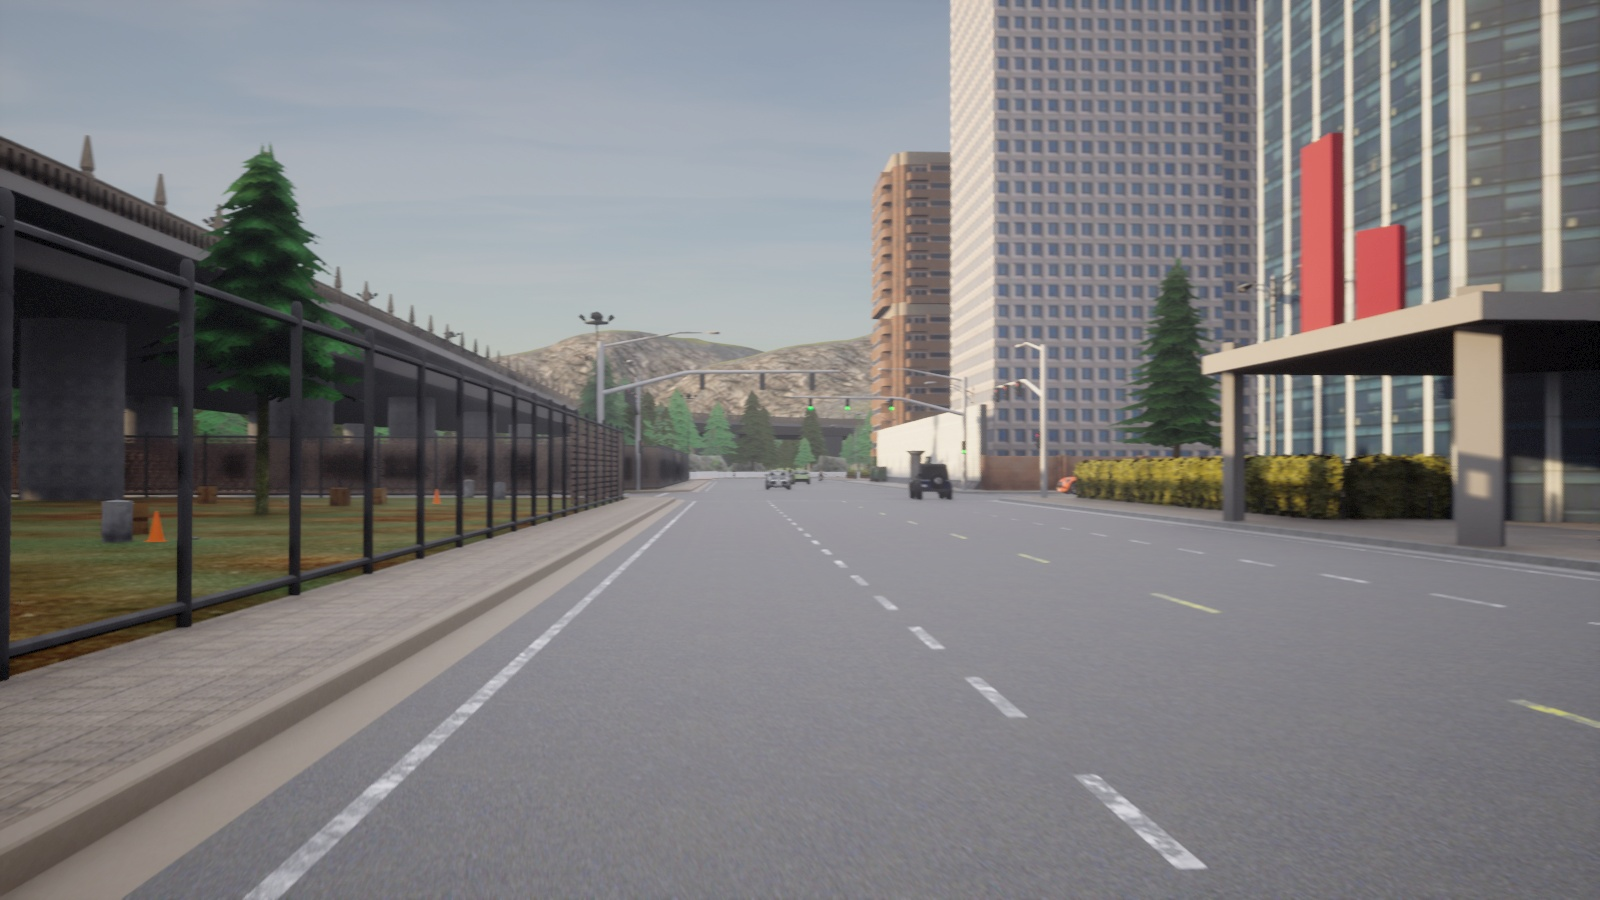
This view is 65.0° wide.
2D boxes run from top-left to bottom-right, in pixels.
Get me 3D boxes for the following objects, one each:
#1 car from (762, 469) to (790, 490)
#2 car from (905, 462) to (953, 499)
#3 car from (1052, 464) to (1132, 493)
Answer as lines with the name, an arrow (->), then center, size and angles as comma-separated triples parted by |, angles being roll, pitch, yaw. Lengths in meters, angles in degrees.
car -> -1.794, 2.207, 94.471 | 1.970, 1.475, 3.806 | 0, -1, -3
car -> 6.806, 1.599, 66.460 | 1.905, 1.878, 3.866 | 0, -1, -3
car -> 18.594, 1.814, 80.197 | 4.553, 1.767, 2.097 | 0, -1, -3
